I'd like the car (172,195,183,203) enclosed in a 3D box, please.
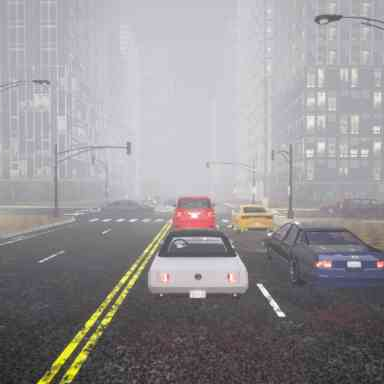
[{"bbox_3d":[-3.177,1.465,71.558,2.128,1.511,4.902,0,0,0],"label":"car"}]

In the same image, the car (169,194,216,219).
[{"bbox_3d":[0.119,1.212,18.120,2.150,2.045,5.566,0,0,0],"label":"car"}]

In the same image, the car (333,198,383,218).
[{"bbox_3d":[16.233,1.519,30.793,5.009,1.841,2.192,1,0,1],"label":"car"}]

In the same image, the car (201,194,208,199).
[{"bbox_3d":[3.345,1.266,92.013,1.812,1.442,4.674,0,0,0],"label":"car"}]

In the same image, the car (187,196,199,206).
[{"bbox_3d":[0.155,1.485,55.768,1.812,1.442,4.674,0,0,0],"label":"car"}]

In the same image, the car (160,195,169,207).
[{"bbox_3d":[-3.287,1.528,51.209,1.994,1.385,4.181,0,0,0],"label":"car"}]

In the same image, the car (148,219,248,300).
[{"bbox_3d":[0.110,1.597,8.361,1.895,1.301,4.718,0,0,0],"label":"car"}]

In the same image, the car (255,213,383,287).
[{"bbox_3d":[3.365,1.543,9.388,2.033,1.411,5.357,0,0,0],"label":"car"}]

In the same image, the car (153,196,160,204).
[{"bbox_3d":[-6.542,1.457,50.776,2.128,1.511,4.902,0,0,0],"label":"car"}]

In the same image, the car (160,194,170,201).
[{"bbox_3d":[-6.418,1.282,80.650,2.097,1.767,4.553,0,0,0],"label":"car"}]

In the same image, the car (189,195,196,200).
[{"bbox_3d":[0.094,1.434,91.599,1.812,1.442,4.674,0,0,0],"label":"car"}]

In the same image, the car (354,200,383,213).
[{"bbox_3d":[21.850,1.642,39.074,4.829,1.417,1.752,1,0,1],"label":"car"}]

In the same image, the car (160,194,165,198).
[{"bbox_3d":[-6.492,1.432,60.449,1.882,1.535,5.008,0,0,-1],"label":"car"}]

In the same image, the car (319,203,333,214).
[{"bbox_3d":[16.558,1.590,36.572,5.008,1.535,1.882,1,1,1],"label":"car"}]

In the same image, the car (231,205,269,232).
[{"bbox_3d":[3.374,1.468,19.206,1.882,1.535,5.008,0,0,1],"label":"car"}]

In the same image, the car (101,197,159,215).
[{"bbox_3d":[-6.427,1.508,33.748,5.357,1.411,2.033,0,1,1],"label":"car"}]

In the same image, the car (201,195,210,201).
[{"bbox_3d":[3.335,1.457,81.595,2.033,1.411,5.357,0,0,0],"label":"car"}]
